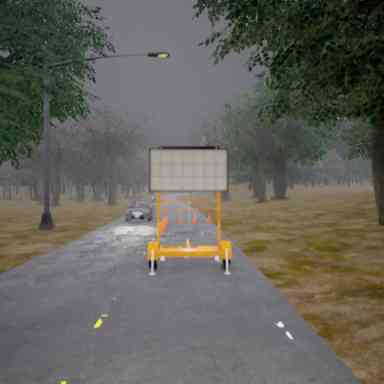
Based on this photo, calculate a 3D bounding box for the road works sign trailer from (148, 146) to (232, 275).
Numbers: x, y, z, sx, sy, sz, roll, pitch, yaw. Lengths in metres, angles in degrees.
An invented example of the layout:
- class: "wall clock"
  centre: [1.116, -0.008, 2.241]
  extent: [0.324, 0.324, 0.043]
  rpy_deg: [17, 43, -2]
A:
- class: "road works sign trailer"
  centre: [-0.099, 0.400, 10.225]
  extent: [2.380, 3.560, 2.880]
  rpy_deg: [0, 0, -2]

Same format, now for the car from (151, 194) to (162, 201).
- class: "car"
  centre: [-6.926, 1.111, 65.552]
  extent: [2.097, 1.767, 4.553]
  rpy_deg: [0, 0, -4]

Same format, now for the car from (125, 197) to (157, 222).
- class: "car"
  centre: [-3.799, 1.349, 24.749]
  extent: [2.128, 1.511, 4.902]
  rpy_deg: [0, 0, -3]
